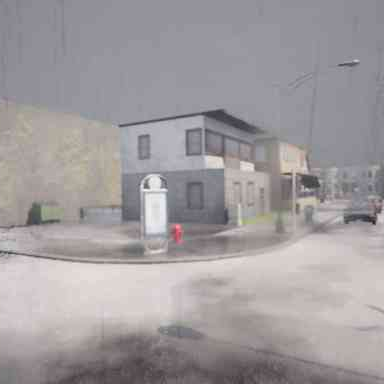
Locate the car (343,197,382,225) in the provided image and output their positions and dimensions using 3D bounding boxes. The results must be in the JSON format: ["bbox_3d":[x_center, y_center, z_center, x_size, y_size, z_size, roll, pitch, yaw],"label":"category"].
[{"bbox_3d":[11.245,1.294,22.074,2.033,1.411,5.357,-1,0,30],"label":"car"}]

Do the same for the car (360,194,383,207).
[{"bbox_3d":[16.345,0.987,30.791,2.097,1.767,4.553,-1,0,30],"label":"car"}]

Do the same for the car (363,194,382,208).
[{"bbox_3d":[21.527,1.047,39.597,1.812,1.442,4.674,-1,0,31],"label":"car"}]
